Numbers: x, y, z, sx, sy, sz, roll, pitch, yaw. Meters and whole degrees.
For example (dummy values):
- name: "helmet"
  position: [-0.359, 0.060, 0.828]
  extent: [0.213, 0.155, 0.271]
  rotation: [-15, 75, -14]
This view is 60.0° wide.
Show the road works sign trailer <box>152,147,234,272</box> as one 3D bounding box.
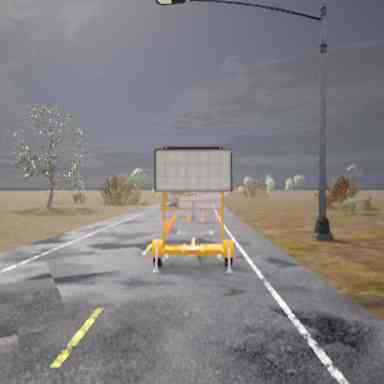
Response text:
- name: "road works sign trailer"
  position: [0.043, 0.387, 10.453]
  extent: [2.380, 3.560, 2.880]
  rotation: [0, 0, 1]

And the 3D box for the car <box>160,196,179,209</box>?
- name: "car"
  position: [-2.670, 1.196, 39.751]
  extent: [2.128, 1.511, 4.902]
  rotation: [0, 0, 3]
